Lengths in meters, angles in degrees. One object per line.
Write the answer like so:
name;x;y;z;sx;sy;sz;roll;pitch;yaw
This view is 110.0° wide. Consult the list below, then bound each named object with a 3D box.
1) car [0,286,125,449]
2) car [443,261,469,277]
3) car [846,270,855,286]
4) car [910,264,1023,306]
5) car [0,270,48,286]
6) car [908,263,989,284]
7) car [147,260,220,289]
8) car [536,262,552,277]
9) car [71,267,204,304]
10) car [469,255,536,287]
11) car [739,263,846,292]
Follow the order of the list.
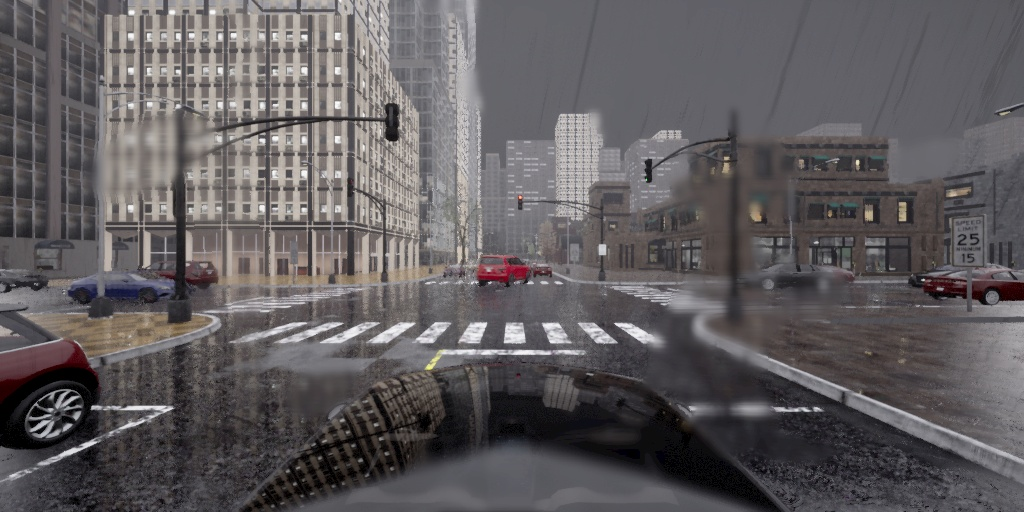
car;-5.691;1.190;2.281;1.967;1.591;4.097;0;0;0
car;-5.522;1.342;34.748;1.802;1.307;4.207;0;0;0
car;19.053;1.203;22.561;4.207;1.307;1.802;0;0;-1
car;19.136;1.153;14.181;4.507;1.381;1.888;0;0;-1
car;-31.429;1.509;22.062;4.403;1.370;2.007;0;0;-1
car;24.946;1.142;20.039;4.181;1.385;1.994;0;0;-1
car;-21.019;1.204;22.165;5.009;1.841;2.192;0;0;-1
car;2.859;1.305;34.704;1.888;1.381;4.507;0;0;0
car;-17.332;1.382;16.411;4.674;1.442;1.812;0;0;-1
car;-0.466;0.976;24.510;2.150;2.045;5.566;1;0;21
car;15.143;1.148;19.934;4.892;1.490;1.837;0;0;-1
